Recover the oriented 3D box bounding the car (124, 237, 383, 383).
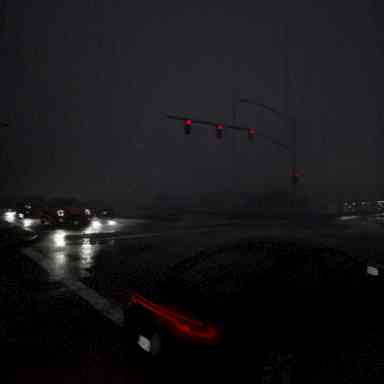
[{"bbox_3d":[1.464,1.436,5.049,5.008,1.535,1.882,-1,1,-37],"label":"car"}]

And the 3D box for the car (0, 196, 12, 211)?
[{"bbox_3d":[-19.324,1.203,35.936,2.128,1.511,4.902,0,1,-37],"label":"car"}]

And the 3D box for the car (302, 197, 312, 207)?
[{"bbox_3d":[12.184,0.839,39.933,1.905,1.878,3.866,0,1,-37],"label":"car"}]

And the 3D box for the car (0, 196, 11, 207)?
[{"bbox_3d":[-25.454,1.246,44.087,1.895,1.301,4.718,0,1,-37],"label":"car"}]

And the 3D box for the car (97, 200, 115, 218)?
[{"bbox_3d":[-7.685,1.352,26.349,1.994,1.385,4.181,0,1,-37],"label":"car"}]

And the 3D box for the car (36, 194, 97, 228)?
[{"bbox_3d":[-8.014,1.183,20.985,2.097,1.767,4.553,0,1,-37],"label":"car"}]

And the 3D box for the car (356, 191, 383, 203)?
[{"bbox_3d":[27.851,0.747,51.749,1.905,1.878,3.866,0,1,-37],"label":"car"}]

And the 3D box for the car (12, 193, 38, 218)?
[{"bbox_3d":[-13.332,1.126,28.010,2.097,1.767,4.553,0,1,-37],"label":"car"}]

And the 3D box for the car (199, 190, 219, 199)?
[{"bbox_3d":[3.826,0.561,74.451,1.932,1.855,4.605,0,1,-37],"label":"car"}]

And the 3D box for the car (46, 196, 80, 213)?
[{"bbox_3d":[-13.099,1.208,33.506,1.882,1.535,5.008,0,1,-37],"label":"car"}]

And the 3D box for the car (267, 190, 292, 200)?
[{"bbox_3d":[17.310,0.632,65.744,1.932,1.855,4.605,0,1,-37],"label":"car"}]

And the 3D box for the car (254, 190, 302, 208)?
[{"bbox_3d":[9.838,0.849,38.238,1.932,1.855,4.605,0,1,-37],"label":"car"}]

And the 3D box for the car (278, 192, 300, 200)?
[{"bbox_3d":[19.665,0.829,67.434,1.784,1.438,3.905,0,1,-37],"label":"car"}]

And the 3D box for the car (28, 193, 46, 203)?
[{"bbox_3d":[-27.300,1.036,58.389,1.837,1.490,4.892,0,1,-37],"label":"car"}]

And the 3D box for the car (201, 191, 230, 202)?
[{"bbox_3d":[3.855,0.953,55.524,1.970,1.475,3.806,0,1,-37],"label":"car"}]

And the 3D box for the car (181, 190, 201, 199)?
[{"bbox_3d":[-0.605,0.829,71.062,1.970,1.475,3.806,0,1,-37],"label":"car"}]

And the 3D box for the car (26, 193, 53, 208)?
[{"bbox_3d":[-18.995,1.020,41.314,2.097,1.767,4.553,0,1,-37],"label":"car"}]
